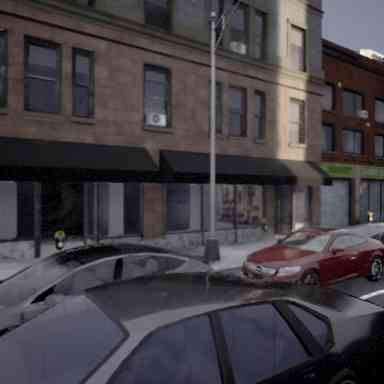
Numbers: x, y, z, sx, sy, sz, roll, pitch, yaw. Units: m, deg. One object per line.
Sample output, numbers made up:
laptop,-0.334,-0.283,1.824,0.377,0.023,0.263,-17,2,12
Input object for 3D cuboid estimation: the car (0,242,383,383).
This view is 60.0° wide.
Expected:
car,-0.291,1.528,2.860,5.357,1.411,2.033,0,0,-34

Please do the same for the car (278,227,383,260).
car,3.138,1.548,8.195,4.206,1.307,1.802,0,0,-34

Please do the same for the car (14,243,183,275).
car,-1.591,1.529,5.043,4.313,1.339,1.947,0,0,-34
